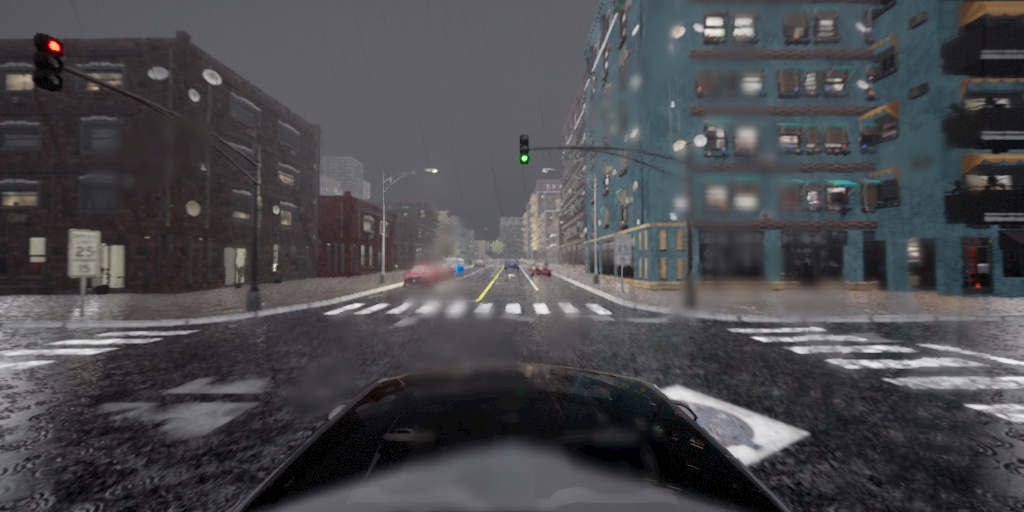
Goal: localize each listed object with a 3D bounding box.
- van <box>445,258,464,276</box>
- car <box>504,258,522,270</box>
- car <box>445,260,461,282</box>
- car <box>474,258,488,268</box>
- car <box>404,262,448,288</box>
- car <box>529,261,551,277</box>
[{"bbox_3d":[-5.693,1.095,35.004,1.690,1.789,3.998,0,0,0],"label":"van"},{"bbox_3d":[-0.005,1.108,51.276,2.097,1.767,4.553,0,0,0],"label":"car"},{"bbox_3d":[-5.693,1.298,29.317,1.888,1.381,4.507,0,0,0],"label":"car"},{"bbox_3d":[-5.696,1.341,63.437,1.802,1.307,4.207,0,0,0],"label":"car"},{"bbox_3d":[-5.769,1.298,23.635,1.888,1.381,4.507,0,0,0],"label":"car"},{"bbox_3d":[2.688,1.193,35.066,1.967,1.591,4.097,0,0,0],"label":"car"}]
